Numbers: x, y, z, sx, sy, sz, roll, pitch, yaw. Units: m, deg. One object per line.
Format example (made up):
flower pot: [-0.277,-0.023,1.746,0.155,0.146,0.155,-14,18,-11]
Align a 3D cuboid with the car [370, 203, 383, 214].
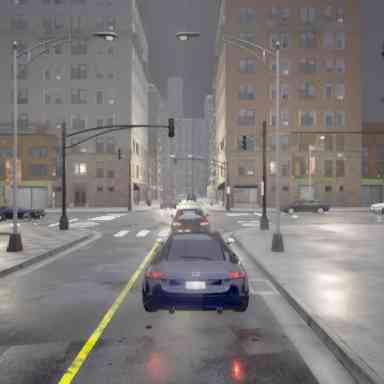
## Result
car: [20.384,1.429,33.275,4.674,1.442,1.812,0,0,-1]

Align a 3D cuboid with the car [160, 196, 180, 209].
car: [-3.116,1.356,44.603,2.097,1.767,4.553,0,0,0]

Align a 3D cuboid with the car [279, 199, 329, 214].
car: [11.122,1.440,33.212,4.892,1.490,1.837,0,0,0]

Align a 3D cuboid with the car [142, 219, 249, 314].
car: [0.075,1.562,7.687,1.994,1.385,4.181,0,0,0]

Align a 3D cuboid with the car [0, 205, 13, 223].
car: [-15.248,1.609,23.068,4.181,1.385,1.994,0,0,0]

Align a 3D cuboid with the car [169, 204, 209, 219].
car: [-0.105,1.521,16.431,1.812,1.442,4.674,0,0,-2]

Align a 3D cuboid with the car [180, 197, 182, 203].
car: [-3.163,1.517,56.161,1.837,1.490,4.892,0,0,0]

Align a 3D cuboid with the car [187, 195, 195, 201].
car: [-0.205,1.559,86.587,2.128,1.511,4.902,0,0,0]

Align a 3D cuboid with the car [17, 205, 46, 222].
car: [-14.181,1.640,26.325,4.718,1.301,1.895,0,0,0]

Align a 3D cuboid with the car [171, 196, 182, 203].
car: [-3.131,1.530,69.178,2.128,1.511,4.902,0,0,0]

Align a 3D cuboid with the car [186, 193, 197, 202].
car: [-0.160,1.253,76.198,2.150,2.045,5.566,0,0,0]
